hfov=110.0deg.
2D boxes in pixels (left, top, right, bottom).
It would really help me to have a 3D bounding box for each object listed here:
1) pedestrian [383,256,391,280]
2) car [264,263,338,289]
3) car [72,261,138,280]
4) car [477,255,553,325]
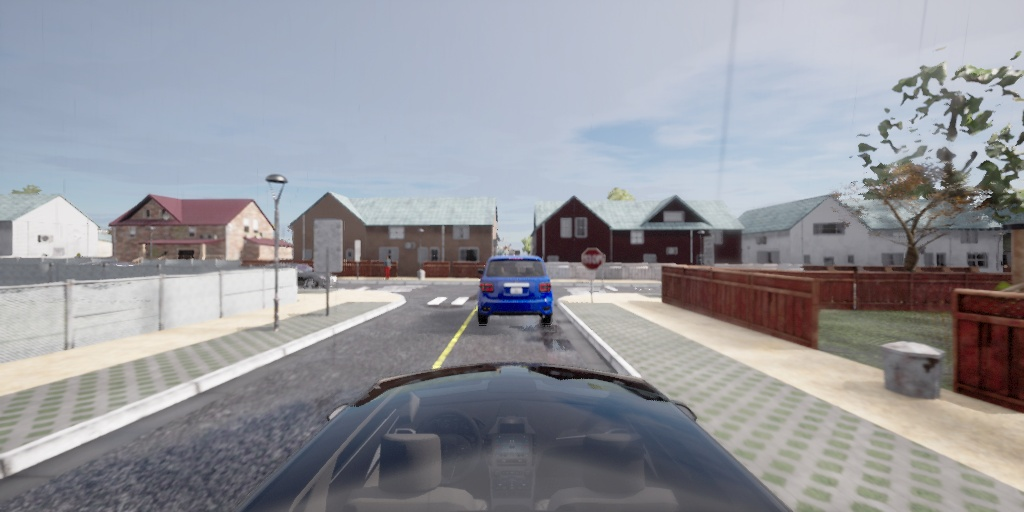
[{"bbox_3d":[-9.365,0.874,26.920,0.375,1.860,0.375,0,-1,1],"label":"pedestrian"},{"bbox_3d":[-12.864,1.182,21.133,4.902,1.511,2.128,1,0,1],"label":"car"},{"bbox_3d":[-23.662,1.073,21.370,4.902,1.511,2.128,1,0,1],"label":"car"},{"bbox_3d":[0.010,1.002,12.075,2.150,2.045,5.566,0,0,-2],"label":"car"}]
